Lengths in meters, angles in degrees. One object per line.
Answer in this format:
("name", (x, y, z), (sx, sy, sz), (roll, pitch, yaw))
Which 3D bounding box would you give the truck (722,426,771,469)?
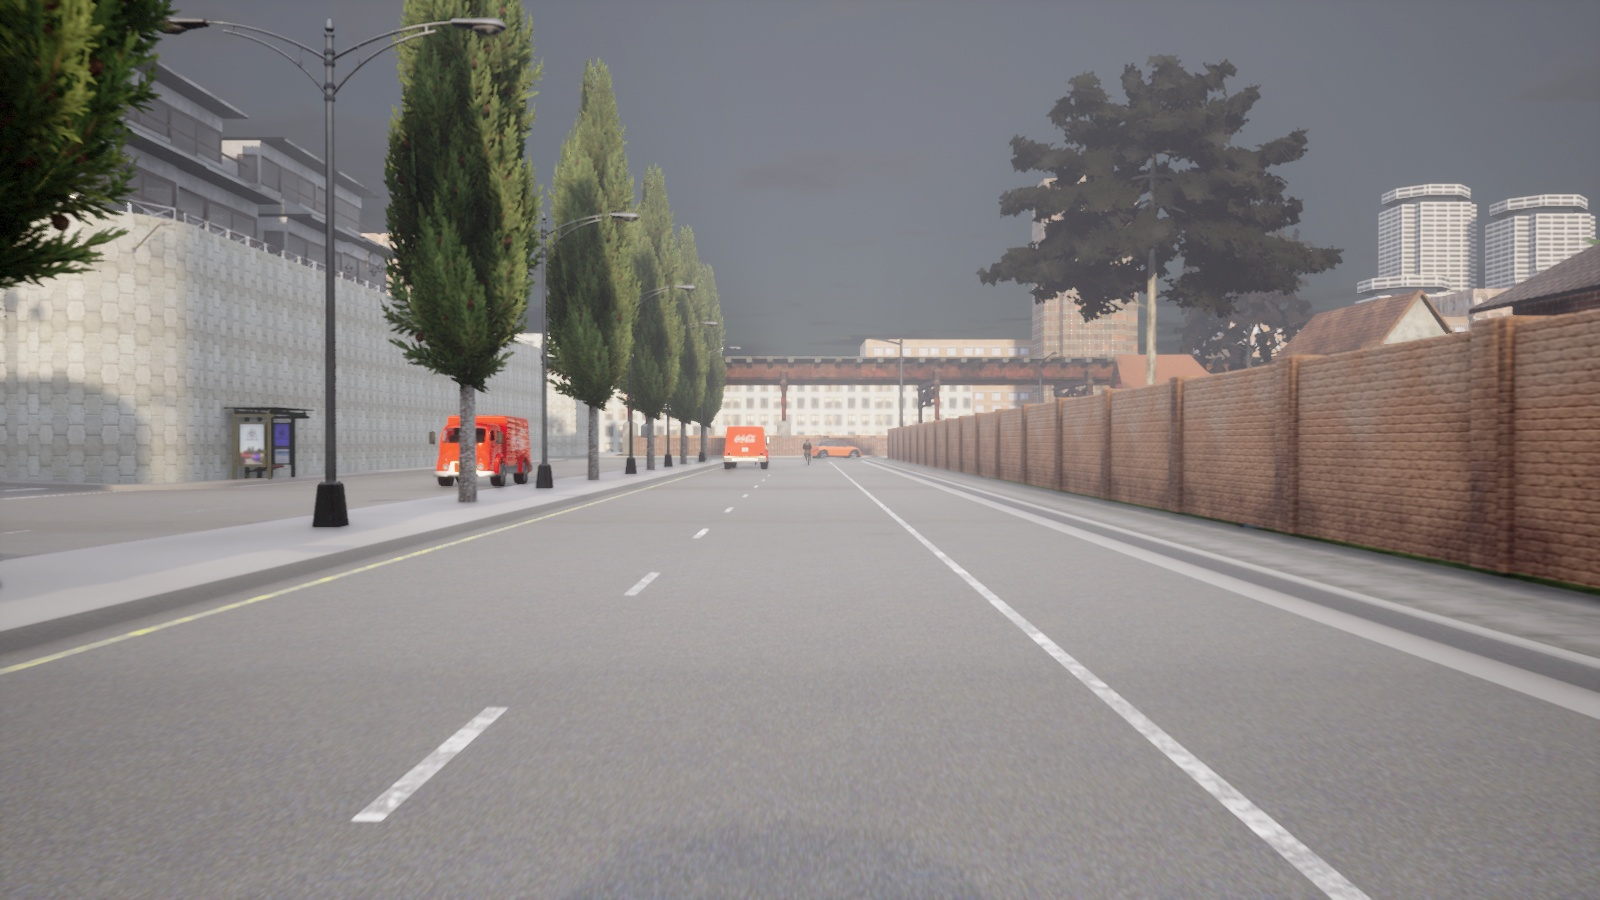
("truck", (-3.068, -0.155, 73.164), (2.627, 2.467, 5.204), (0, 0, 0))

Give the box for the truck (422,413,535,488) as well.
("truck", (-11.232, 0.001, 44.313), (2.627, 2.467, 5.204), (0, 0, 0))
